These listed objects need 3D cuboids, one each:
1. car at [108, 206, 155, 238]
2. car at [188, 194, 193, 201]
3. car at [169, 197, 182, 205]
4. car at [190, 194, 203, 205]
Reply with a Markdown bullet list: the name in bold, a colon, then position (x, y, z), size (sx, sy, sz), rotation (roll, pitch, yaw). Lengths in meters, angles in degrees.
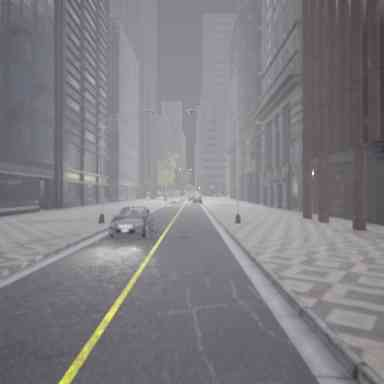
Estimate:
- **car**: position (-3.099, 1.512, 17.833), size (2.128, 1.511, 4.902), rotation (0, 0, 0)
- **car**: position (0.000, 1.494, 80.284), size (1.812, 1.442, 4.674), rotation (0, 0, 0)
- **car**: position (-3.023, 1.599, 60.489), size (1.812, 1.442, 4.674), rotation (0, 0, 1)
- **car**: position (1.049, 1.600, 62.027), size (1.812, 1.442, 4.674), rotation (0, 0, 0)
